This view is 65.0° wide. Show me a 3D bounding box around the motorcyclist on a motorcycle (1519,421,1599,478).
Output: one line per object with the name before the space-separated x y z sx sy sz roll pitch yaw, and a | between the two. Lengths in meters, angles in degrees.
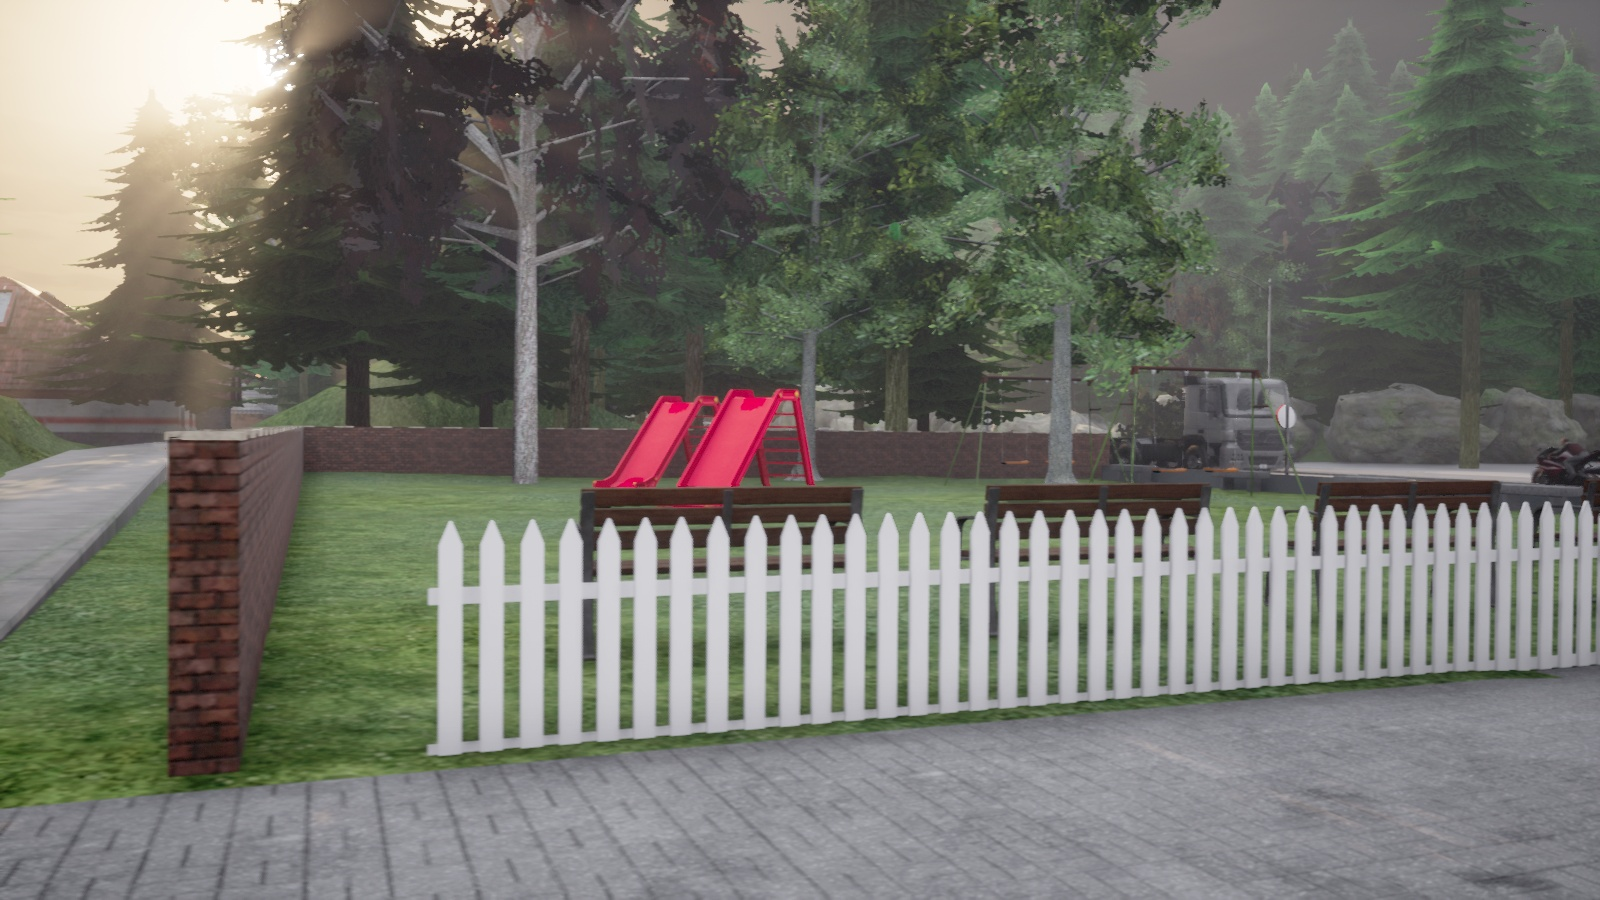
motorcyclist on a motorcycle | 21.267 -0.037 34.861 0.866 1.530 2.191 -1 1 -21

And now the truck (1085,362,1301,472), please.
truck | 13.484 -1.109 43.976 2.891 3.462 7.936 -1 1 -21
